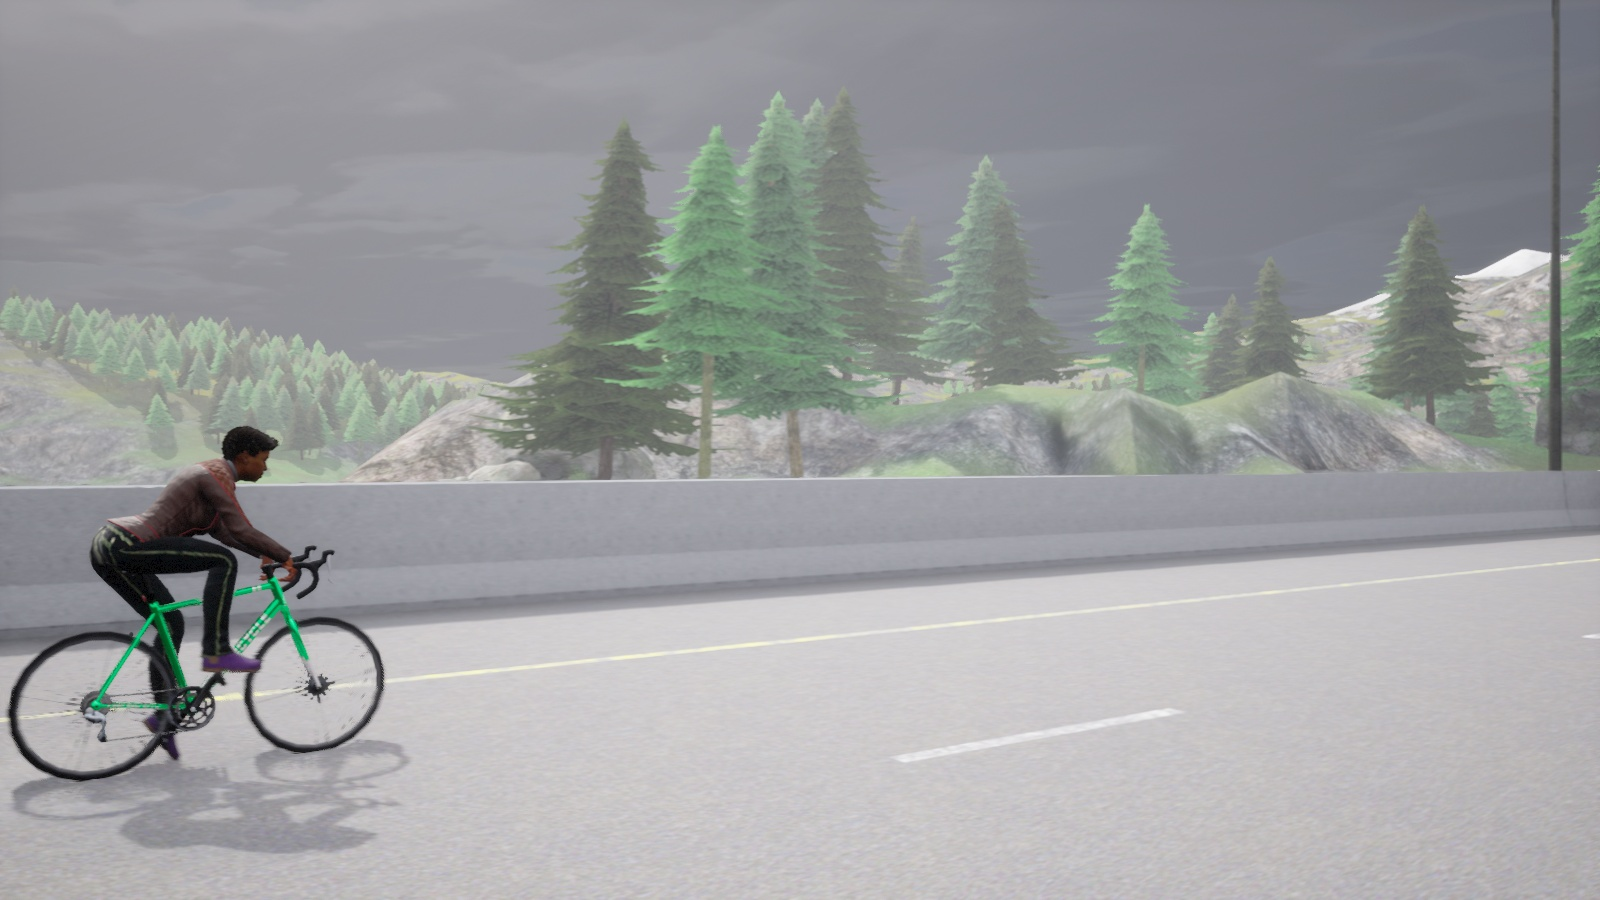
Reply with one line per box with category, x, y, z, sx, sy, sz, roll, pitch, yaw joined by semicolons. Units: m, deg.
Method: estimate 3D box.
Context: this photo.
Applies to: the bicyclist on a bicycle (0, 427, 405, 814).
bicyclist on a bicycle;-2.802;0.719;5.973;1.656;1.620;0.582;0;0;-35
